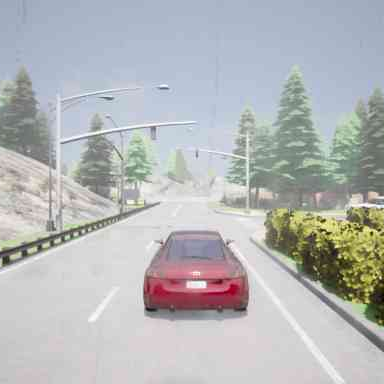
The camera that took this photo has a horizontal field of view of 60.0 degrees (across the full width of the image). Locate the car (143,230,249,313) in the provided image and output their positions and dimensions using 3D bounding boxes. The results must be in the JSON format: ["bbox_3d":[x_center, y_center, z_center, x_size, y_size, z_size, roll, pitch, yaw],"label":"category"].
[{"bbox_3d":[0.070,1.564,7.731,1.994,1.385,4.181,0,0,0],"label":"car"}]

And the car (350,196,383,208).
[{"bbox_3d":[16.090,1.384,27.836,5.566,2.045,2.150,0,0,0],"label":"car"}]
